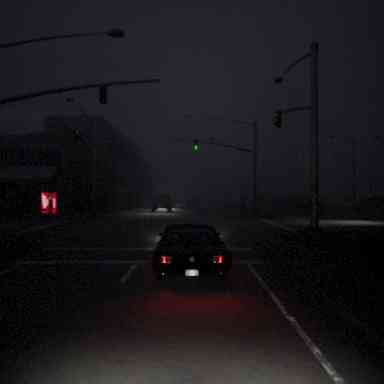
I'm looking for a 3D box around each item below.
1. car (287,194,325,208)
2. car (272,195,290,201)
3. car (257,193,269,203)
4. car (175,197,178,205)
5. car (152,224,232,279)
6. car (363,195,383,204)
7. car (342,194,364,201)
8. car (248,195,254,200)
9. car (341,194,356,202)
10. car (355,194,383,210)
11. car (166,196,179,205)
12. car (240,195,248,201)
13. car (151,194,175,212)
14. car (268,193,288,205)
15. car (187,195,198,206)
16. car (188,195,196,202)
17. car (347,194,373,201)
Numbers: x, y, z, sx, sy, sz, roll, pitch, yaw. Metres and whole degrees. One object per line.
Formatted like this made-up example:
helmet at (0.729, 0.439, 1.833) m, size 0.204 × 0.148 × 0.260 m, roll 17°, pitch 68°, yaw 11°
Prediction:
car at (14.483, 1.252, 41.705) m, size 3.806 × 1.475 × 1.970 m, roll 0°, pitch 0°, yaw 0°
car at (21.296, 1.408, 79.428) m, size 3.806 × 1.475 × 1.970 m, roll 0°, pitch 0°, yaw 0°
car at (14.155, 1.099, 60.917) m, size 3.866 × 1.878 × 1.905 m, roll 0°, pitch 0°, yaw 0°
car at (-3.590, 1.607, 50.322) m, size 1.895 × 1.301 × 4.718 m, roll 0°, pitch 0°, yaw 0°
car at (-0.074, 1.602, 9.995) m, size 1.895 × 1.301 × 4.718 m, roll 0°, pitch 0°, yaw -2°
car at (32.251, 1.319, 57.445) m, size 4.514 × 1.523 × 2.007 m, roll 0°, pitch 0°, yaw 0°
car at (39.909, 1.363, 82.422) m, size 4.514 × 1.523 × 2.007 m, roll 0°, pitch 0°, yaw 0°
car at (13.742, 1.119, 63.823) m, size 4.605 × 1.855 × 1.932 m, roll 0°, pitch 0°, yaw 0°
car at (32.291, 1.341, 67.438) m, size 3.633 × 1.501 × 1.845 m, roll 0°, pitch 0°, yaw 0°
car at (21.533, 1.317, 38.044) m, size 4.514 × 1.523 × 2.007 m, roll 0°, pitch 0°, yaw 0°
car at (-3.530, 1.554, 60.615) m, size 2.033 × 1.411 × 5.357 m, roll 0°, pitch 0°, yaw 1°
car at (13.875, 1.398, 82.406) m, size 3.633 × 1.501 × 1.845 m, roll 0°, pitch 0°, yaw 0°
car at (-3.601, 1.226, 40.088) m, size 2.150 × 2.045 × 5.566 m, roll 0°, pitch 0°, yaw 0°
car at (14.158, 1.174, 48.123) m, size 5.027 × 1.636 × 2.152 m, roll 0°, pitch 0°, yaw 0°
car at (0.091, 1.498, 56.449) m, size 2.128 × 1.511 × 4.902 m, roll 0°, pitch 0°, yaw 0°
car at (-0.010, 1.509, 76.072) m, size 1.837 × 1.490 × 4.892 m, roll 0°, pitch 0°, yaw 0°
car at (39.962, 1.353, 79.286) m, size 5.027 × 1.636 × 2.152 m, roll 0°, pitch 0°, yaw 0°
